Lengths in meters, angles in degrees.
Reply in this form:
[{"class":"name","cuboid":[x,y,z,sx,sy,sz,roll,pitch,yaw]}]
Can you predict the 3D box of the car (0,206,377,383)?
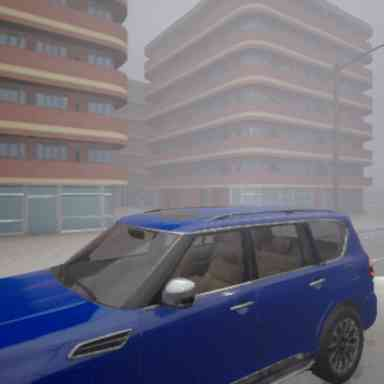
[{"class":"car","cuboid":[-0.056,1.223,3.893,5.566,2.045,2.150,0,0,-35]}]
